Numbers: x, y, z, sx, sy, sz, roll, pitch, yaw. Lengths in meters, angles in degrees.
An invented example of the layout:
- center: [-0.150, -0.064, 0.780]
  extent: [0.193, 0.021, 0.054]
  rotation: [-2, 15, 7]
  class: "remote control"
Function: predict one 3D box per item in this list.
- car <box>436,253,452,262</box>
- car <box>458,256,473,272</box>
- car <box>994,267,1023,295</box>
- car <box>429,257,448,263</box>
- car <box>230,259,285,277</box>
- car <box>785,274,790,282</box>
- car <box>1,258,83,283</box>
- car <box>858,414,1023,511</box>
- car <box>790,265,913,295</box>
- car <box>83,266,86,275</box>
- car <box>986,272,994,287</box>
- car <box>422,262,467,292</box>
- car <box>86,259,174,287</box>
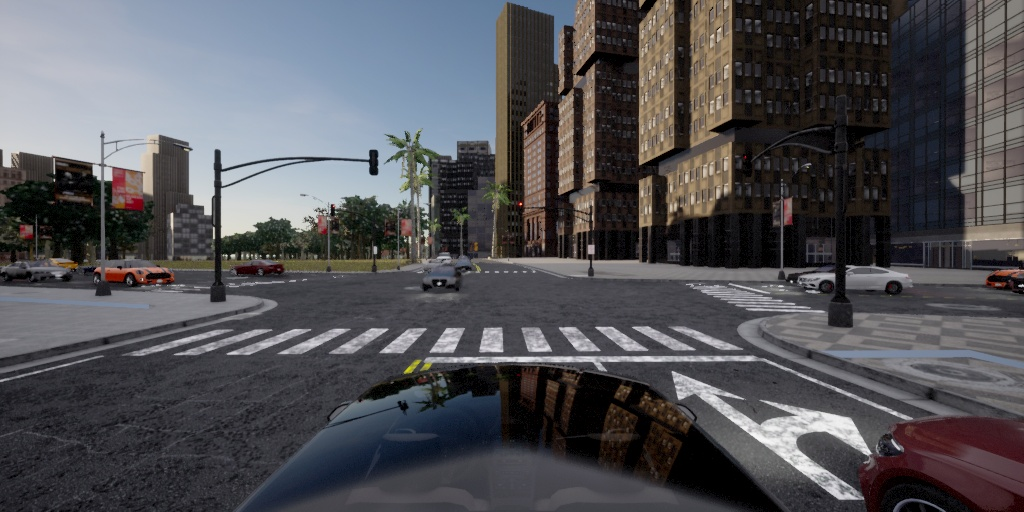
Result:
- center: [-10.751, 0.498, 56.989]
  extent: [2.150, 2.045, 5.566]
  rotation: [0, 1, -8]
  class: "car"
- center: [-5.517, 1.021, 41.511]
  extent: [2.033, 1.411, 5.357]
  rotation: [0, 1, -7]
  class: "car"
- center: [26.692, 1.263, 16.933]
  extent: [4.181, 1.385, 1.994]
  rotation: [0, 0, 14]
  class: "car"
- center: [-8.799, 1.079, 40.914]
  extent: [1.895, 1.301, 4.718]
  rotation: [0, 1, -6]
  class: "car"
- center: [-23.750, 1.085, 33.460]
  extent: [5.008, 1.535, 1.882]
  rotation: [0, 0, 14]
  class: "car"
- center: [20.211, 1.228, 22.025]
  extent: [5.357, 1.411, 2.033]
  rotation: [0, 0, 12]
  class: "car"
- center: [-34.310, 1.119, 25.917]
  extent: [4.902, 1.511, 2.128]
  rotation: [0, 0, 15]
  class: "car"
- center: [3.266, 1.276, 0.435]
  extent: [1.812, 1.442, 4.674]
  rotation: [0, 0, 0]
  class: "car"
- center: [18.159, 1.219, 19.169]
  extent: [4.674, 1.442, 1.812]
  rotation: [0, 0, 15]
  class: "car"
- center: [-38.440, 1.189, 33.927]
  extent: [4.718, 1.301, 1.895]
  rotation: [0, 0, 15]
  class: "car"
- center: [29.461, 1.039, 19.562]
  extent: [4.553, 1.767, 2.097]
  rotation: [0, 0, 15]
  class: "car"
- center: [-3.923, 1.257, 20.850]
  extent: [1.994, 1.385, 4.181]
  rotation: [0, 0, -3]
  class: "car"
- center: [-24.574, 1.004, 23.357]
  extent: [4.553, 1.767, 2.097]
  rotation: [0, 0, 15]
  class: "car"
